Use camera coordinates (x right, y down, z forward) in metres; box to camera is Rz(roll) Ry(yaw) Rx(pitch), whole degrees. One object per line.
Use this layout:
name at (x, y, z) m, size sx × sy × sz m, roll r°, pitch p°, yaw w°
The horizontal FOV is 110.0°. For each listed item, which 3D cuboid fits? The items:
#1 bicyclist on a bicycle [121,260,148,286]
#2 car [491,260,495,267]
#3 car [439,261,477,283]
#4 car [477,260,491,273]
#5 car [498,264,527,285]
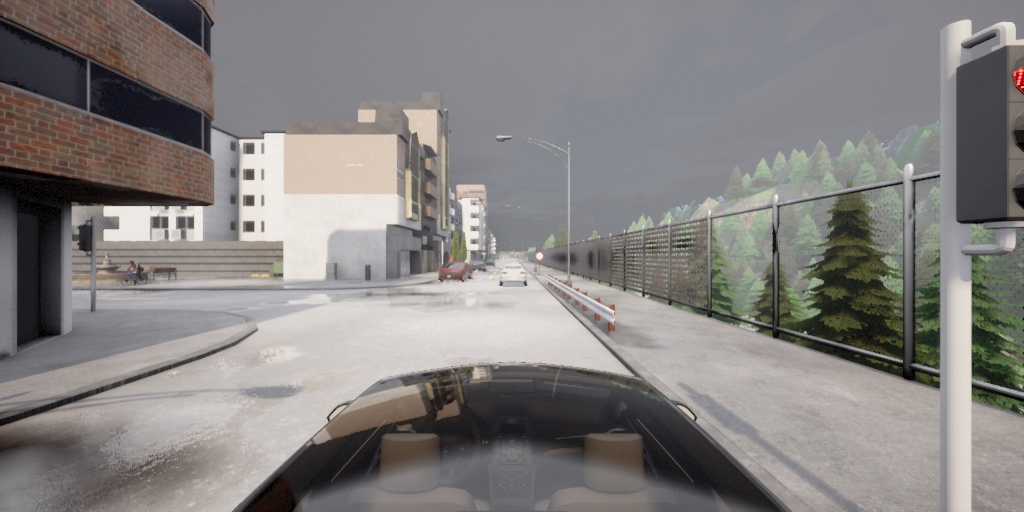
bicyclist on a bicycle at (-24.284, 1.096, 23.067) m, size 0.582 × 1.620 × 1.656 m, roll 0°, pitch 0°, yaw 0°
car at (-4.035, 1.342, 64.956) m, size 1.895 × 1.301 × 4.718 m, roll 0°, pitch 0°, yaw 0°
car at (-4.383, 1.224, 28.576) m, size 1.882 × 1.535 × 5.008 m, roll 0°, pitch 0°, yaw 4°
car at (-4.096, 1.292, 44.527) m, size 2.033 × 1.411 × 5.357 m, roll 0°, pitch 0°, yaw 0°
car at (0.089, 1.272, 25.675) m, size 1.812 × 1.442 × 4.674 m, roll 0°, pitch 0°, yaw 0°
